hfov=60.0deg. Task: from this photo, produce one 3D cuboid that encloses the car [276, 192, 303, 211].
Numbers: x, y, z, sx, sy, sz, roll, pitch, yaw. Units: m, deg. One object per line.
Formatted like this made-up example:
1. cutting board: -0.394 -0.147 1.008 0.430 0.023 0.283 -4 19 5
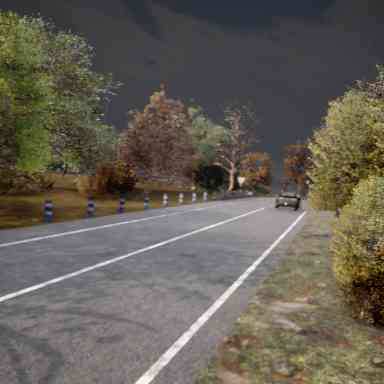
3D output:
1. car: 8.602 0.740 29.231 2.128 1.511 4.902 6 2 23
